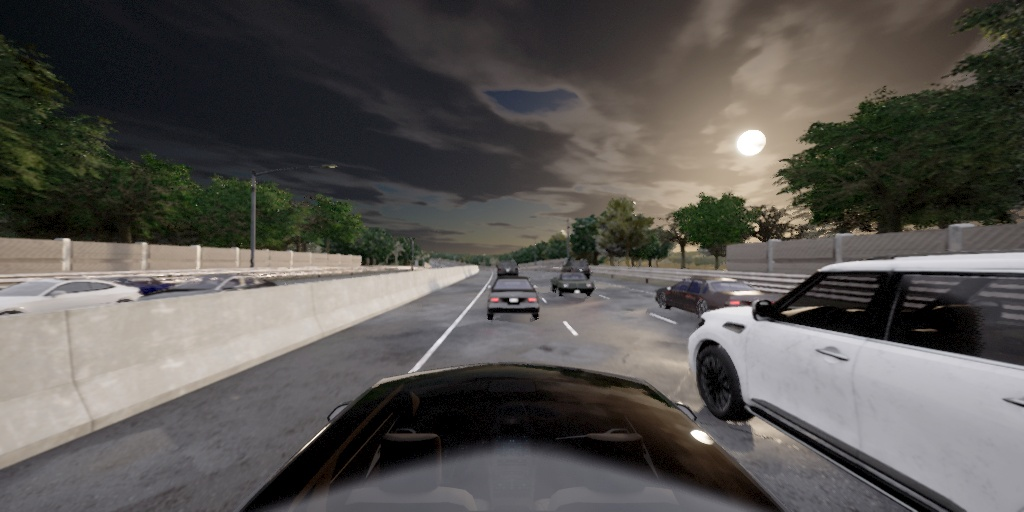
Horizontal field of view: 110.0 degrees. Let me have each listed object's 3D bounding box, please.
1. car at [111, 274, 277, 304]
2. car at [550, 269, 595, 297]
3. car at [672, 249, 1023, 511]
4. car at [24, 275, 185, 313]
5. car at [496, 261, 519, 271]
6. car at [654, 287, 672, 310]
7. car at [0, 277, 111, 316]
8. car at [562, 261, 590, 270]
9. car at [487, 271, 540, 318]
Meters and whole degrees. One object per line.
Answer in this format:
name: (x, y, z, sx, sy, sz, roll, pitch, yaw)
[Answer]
car: (-10.675, 1.412, 13.005, 2.128, 1.511, 4.902, 0, -1, -1)
car: (3.414, 1.633, 21.195, 1.895, 1.301, 4.718, 0, -1, -1)
car: (3.589, 0.985, 2.750, 2.150, 2.045, 5.566, 0, -1, 0)
car: (-17.708, 1.570, 16.049, 1.895, 1.301, 4.718, 0, -1, -1)
car: (-0.467, 1.518, 37.073, 2.150, 2.045, 5.566, 0, -1, -2)
car: (7.033, 1.456, 12.895, 2.033, 1.411, 5.357, 0, -1, -1)
car: (-14.155, 1.419, 11.018, 1.812, 1.442, 4.674, 0, -1, -1)
car: (6.536, 1.511, 37.045, 2.150, 2.045, 5.566, 0, -1, -2)
car: (0.022, 1.473, 13.760, 2.033, 1.411, 5.357, 0, -1, -1)
